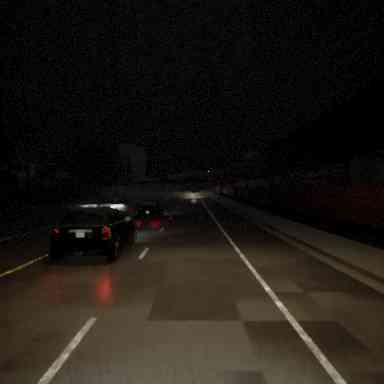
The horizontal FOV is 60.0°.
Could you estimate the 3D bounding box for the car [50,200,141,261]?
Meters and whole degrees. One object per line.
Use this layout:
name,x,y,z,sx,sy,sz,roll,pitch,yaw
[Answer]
car,-3.455,1.350,12.463,2.097,1.767,4.553,0,0,1

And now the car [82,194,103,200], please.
car,-14.089,1.023,47.225,2.033,1.411,5.357,0,1,0

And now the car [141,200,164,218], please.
car,-3.447,1.360,28.134,1.812,1.442,4.674,0,1,1

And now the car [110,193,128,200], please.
car,-10.582,0.939,48.623,2.128,1.511,4.902,0,1,0
